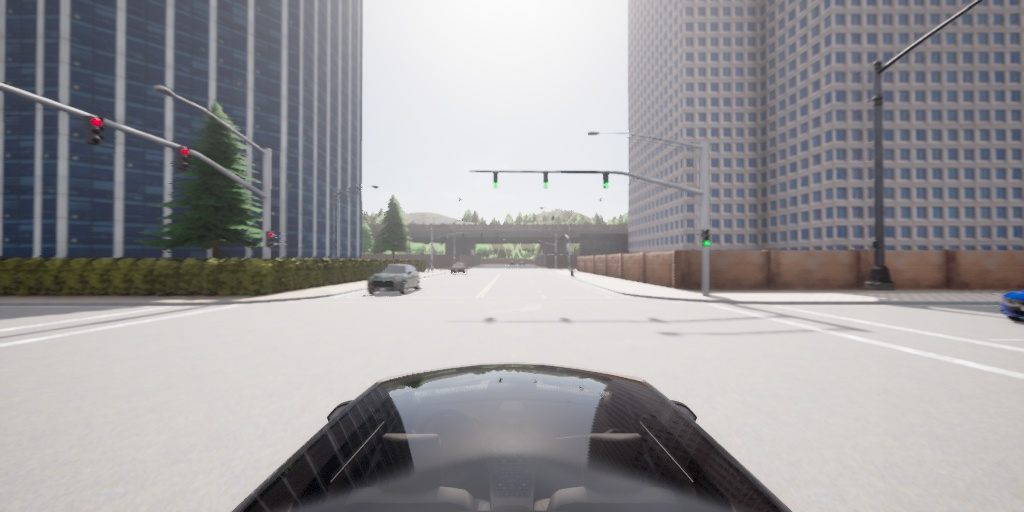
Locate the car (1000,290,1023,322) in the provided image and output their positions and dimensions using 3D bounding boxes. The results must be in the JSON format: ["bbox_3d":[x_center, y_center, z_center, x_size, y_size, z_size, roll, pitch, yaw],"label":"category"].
[{"bbox_3d":[17.918,1.328,10.726,5.008,1.535,1.882,0,-1,0],"label":"car"}]

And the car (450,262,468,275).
[{"bbox_3d":[-7.000,1.598,47.995,1.882,1.535,5.008,0,-1,0],"label":"car"}]

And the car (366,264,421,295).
[{"bbox_3d":[-7.000,1.267,21.640,2.097,1.767,4.553,0,-1,0],"label":"car"}]
